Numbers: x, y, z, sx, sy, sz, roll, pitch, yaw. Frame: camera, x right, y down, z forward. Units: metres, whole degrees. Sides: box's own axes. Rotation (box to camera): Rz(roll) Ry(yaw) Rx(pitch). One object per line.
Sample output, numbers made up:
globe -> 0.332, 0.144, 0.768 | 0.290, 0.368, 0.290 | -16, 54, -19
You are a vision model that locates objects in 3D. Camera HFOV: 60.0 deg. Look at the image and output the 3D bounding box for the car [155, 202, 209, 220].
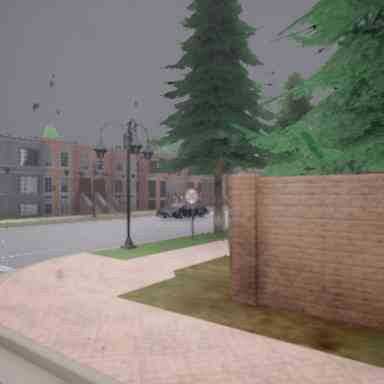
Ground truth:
car -> -0.713, 1.535, 28.164 | 2.033, 1.411, 5.357 | 0, 0, 38
